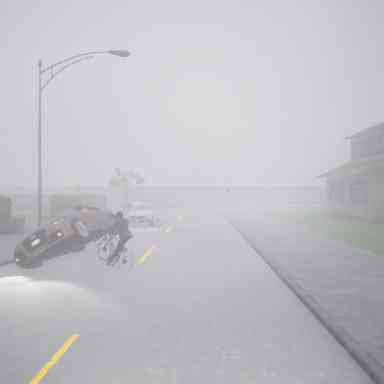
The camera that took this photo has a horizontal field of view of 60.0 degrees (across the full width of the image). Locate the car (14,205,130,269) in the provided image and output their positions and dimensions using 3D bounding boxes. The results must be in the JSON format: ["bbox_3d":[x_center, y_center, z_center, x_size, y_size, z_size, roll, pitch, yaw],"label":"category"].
[{"bbox_3d":[-4.053,1.275,11.080,1.994,1.385,4.181,-32,-6,8],"label":"car"}]

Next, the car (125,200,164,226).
[{"bbox_3d":[-3.348,1.525,23.303,1.812,1.442,4.674,0,0,2],"label":"car"}]

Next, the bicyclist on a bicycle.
[{"bbox_3d":[-2.177,1.415,9.787,1.656,1.620,0.582,17,5,37],"label":"bicyclist on a bicycle"}]

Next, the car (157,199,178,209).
[{"bbox_3d":[-4.369,1.601,45.919,4.718,1.301,1.895,0,0,33],"label":"car"}]
